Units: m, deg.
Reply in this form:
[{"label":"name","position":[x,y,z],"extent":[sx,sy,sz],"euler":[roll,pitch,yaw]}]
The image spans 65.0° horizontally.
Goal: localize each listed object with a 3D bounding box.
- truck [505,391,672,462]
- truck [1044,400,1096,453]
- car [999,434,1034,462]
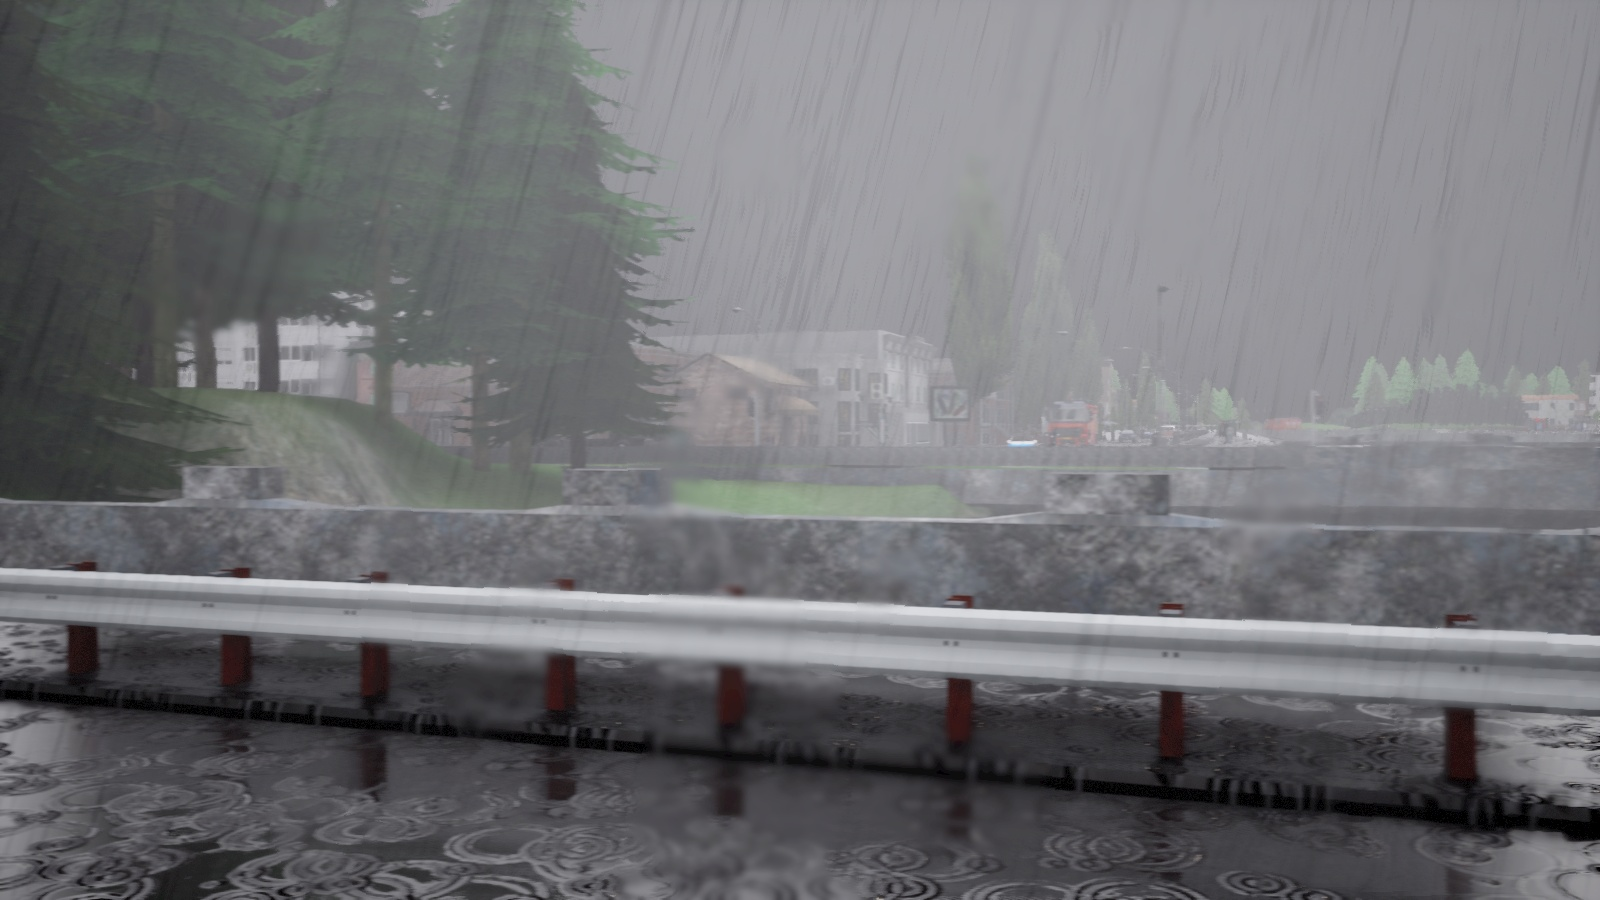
[{"label":"truck","position":[-10.742,-1.219,63.810],"extent":[7.936,3.462,2.891],"euler":[1,1,19]},{"label":"truck","position":[20.373,-1.775,94.471],"extent":[2.891,3.827,8.468],"euler":[1,1,19]},{"label":"car","position":[11.100,-0.111,64.464],"extent":[1.481,1.376,2.207],"euler":[0,1,2]}]
